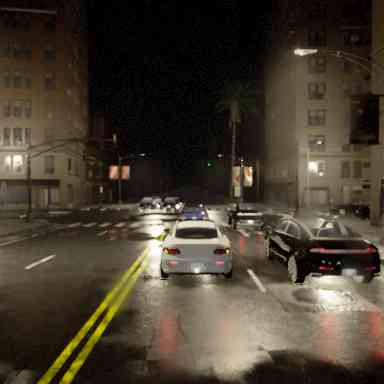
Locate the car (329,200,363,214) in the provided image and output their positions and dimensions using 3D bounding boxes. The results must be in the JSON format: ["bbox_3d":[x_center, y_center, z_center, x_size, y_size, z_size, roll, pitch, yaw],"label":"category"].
[{"bbox_3d":[16.785,1.576,34.455,5.008,1.535,1.882,0,1,0],"label":"car"}]

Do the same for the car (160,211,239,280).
[{"bbox_3d":[0.118,1.519,9.826,1.812,1.442,4.674,0,0,0],"label":"car"}]

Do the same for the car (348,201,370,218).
[{"bbox_3d":[16.256,1.749,28.508,4.313,1.339,1.947,0,0,0],"label":"car"}]

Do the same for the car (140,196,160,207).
[{"bbox_3d":[-6.518,1.516,49.608,2.033,1.411,5.357,0,0,0],"label":"car"}]

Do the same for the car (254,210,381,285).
[{"bbox_3d":[3.355,1.486,9.490,2.128,1.511,4.902,0,0,0],"label":"car"}]

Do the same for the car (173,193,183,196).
[{"bbox_3d":[-3.143,1.171,69.969,2.150,2.045,5.566,0,0,0],"label":"car"}]

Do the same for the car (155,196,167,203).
[{"bbox_3d":[-6.394,1.503,68.932,1.994,1.385,4.181,0,0,0],"label":"car"}]

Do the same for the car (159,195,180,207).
[{"bbox_3d":[-3.269,1.516,49.601,2.033,1.411,5.357,0,0,0],"label":"car"}]

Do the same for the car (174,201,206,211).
[{"bbox_3d":[0.134,1.535,21.347,2.033,1.411,5.357,0,0,0],"label":"car"}]

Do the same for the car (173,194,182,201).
[{"bbox_3d":[-3.208,1.561,59.193,1.895,1.301,4.718,0,0,0],"label":"car"}]

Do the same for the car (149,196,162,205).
[{"bbox_3d":[-6.469,1.486,59.020,1.812,1.442,4.674,0,0,0],"label":"car"}]

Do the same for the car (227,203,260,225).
[{"bbox_3d":[3.340,1.477,21.251,2.128,1.511,4.902,0,0,0],"label":"car"}]
